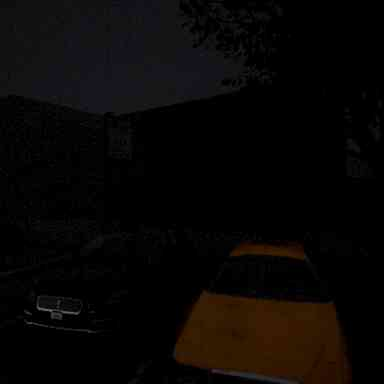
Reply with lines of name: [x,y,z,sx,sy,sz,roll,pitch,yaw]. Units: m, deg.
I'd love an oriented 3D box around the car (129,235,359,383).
car: [1.160,1.480,5.045,1.946,1.575,5.366,1,-1,16]

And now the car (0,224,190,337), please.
car: [-1.228,1.487,6.974,2.231,1.521,4.892,1,-1,16]

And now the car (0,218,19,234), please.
car: [-8.550,1.528,12.209,2.002,1.452,4.674,1,-1,16]
